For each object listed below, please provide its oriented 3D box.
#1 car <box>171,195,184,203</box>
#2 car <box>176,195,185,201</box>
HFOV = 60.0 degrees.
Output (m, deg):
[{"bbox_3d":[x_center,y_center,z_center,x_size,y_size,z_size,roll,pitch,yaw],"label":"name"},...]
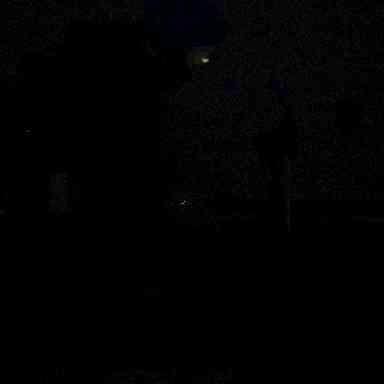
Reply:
[{"bbox_3d":[-2.758,1.398,61.639,1.994,1.385,4.181,0,0,1],"label":"car"},{"bbox_3d":[-2.733,1.363,76.907,1.895,1.301,4.718,0,0,0],"label":"car"}]
